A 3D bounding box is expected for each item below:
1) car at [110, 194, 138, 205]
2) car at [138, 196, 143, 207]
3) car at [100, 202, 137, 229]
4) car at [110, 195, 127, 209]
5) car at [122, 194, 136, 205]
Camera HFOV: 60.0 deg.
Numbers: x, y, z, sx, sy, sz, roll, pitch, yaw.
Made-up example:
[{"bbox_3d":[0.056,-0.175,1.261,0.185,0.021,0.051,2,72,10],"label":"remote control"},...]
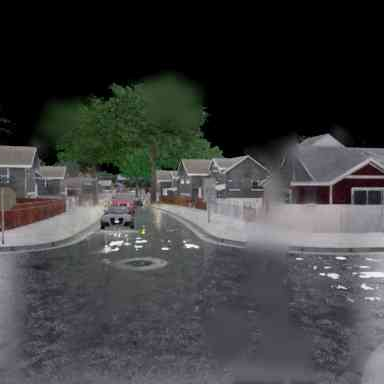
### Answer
[{"bbox_3d":[-6.917,1.217,33.338,2.150,2.045,5.566,0,0,-13],"label":"car"},{"bbox_3d":[-8.915,1.322,51.583,2.097,1.767,4.553,0,0,-16],"label":"car"},{"bbox_3d":[-4.749,1.562,21.508,1.994,1.385,4.181,0,0,-10],"label":"car"},{"bbox_3d":[-10.405,1.341,46.760,2.097,1.767,4.553,0,0,-16],"label":"car"},{"bbox_3d":[-11.634,1.320,61.173,2.097,1.767,4.553,0,0,-14],"label":"car"}]
